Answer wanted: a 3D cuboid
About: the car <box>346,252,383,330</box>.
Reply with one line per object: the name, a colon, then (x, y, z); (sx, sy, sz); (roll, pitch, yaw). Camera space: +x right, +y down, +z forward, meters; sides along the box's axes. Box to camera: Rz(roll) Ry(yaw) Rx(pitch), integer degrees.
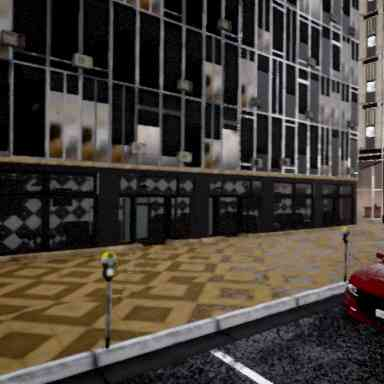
car: (4.630, 1.545, 6.122); (4.507, 1.381, 1.887); (0, 1, -35)
